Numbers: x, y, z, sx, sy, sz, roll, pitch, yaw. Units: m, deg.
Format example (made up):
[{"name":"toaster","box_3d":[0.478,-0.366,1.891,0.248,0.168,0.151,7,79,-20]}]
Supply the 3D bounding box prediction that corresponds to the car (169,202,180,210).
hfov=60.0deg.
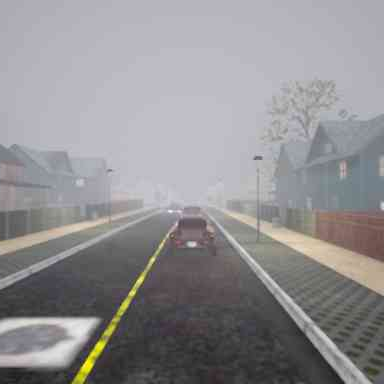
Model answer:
[{"name":"car","box_3d":[-2.747,2.344,55.801,1.895,1.301,4.718,0,-1,0]}]

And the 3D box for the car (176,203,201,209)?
[{"name":"car","box_3d":[0.019,1.858,27.513,2.033,1.411,5.357,0,-1,0]}]

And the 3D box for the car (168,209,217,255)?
[{"name":"car","box_3d":[0.029,1.675,13.886,1.812,1.442,4.674,0,0,1]}]
